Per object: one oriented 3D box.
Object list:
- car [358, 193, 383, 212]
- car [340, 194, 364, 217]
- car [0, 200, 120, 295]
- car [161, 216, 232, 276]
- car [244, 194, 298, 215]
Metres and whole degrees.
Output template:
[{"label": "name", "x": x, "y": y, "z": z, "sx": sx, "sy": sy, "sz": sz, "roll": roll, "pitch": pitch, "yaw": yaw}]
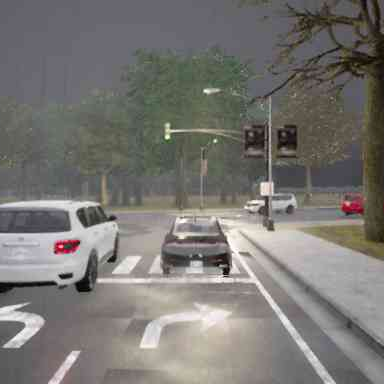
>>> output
[{"label": "car", "x": 22.752, "y": 1.208, "z": 39.641, "sx": 5.566, "sy": 2.045, "sz": 2.150, "roll": 0, "pitch": 0, "yaw": -22}, {"label": "car", "x": 15.866, "y": 1.188, "z": 29.581, "sx": 5.566, "sy": 2.045, "sz": 2.150, "roll": 0, "pitch": 0, "yaw": -22}, {"label": "car", "x": -3.378, "y": 1.223, "z": 8.937, "sx": 2.150, "sy": 2.045, "sz": 5.566, "roll": 0, "pitch": 0, "yaw": -3}, {"label": "car", "x": 0.121, "y": 1.494, "z": 10.339, "sx": 2.128, "sy": 1.511, "sz": 4.902, "roll": 0, "pitch": 0, "yaw": 0}, {"label": "car", "x": 7.993, "y": 1.210, "z": 33.532, "sx": 5.566, "sy": 2.045, "sz": 2.150, "roll": -1, "pitch": 0, "yaw": -22}]
